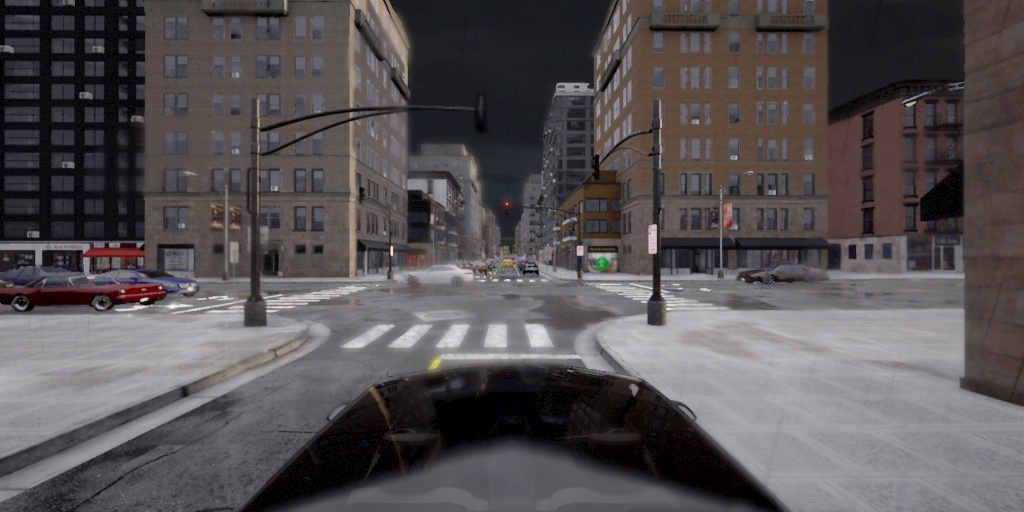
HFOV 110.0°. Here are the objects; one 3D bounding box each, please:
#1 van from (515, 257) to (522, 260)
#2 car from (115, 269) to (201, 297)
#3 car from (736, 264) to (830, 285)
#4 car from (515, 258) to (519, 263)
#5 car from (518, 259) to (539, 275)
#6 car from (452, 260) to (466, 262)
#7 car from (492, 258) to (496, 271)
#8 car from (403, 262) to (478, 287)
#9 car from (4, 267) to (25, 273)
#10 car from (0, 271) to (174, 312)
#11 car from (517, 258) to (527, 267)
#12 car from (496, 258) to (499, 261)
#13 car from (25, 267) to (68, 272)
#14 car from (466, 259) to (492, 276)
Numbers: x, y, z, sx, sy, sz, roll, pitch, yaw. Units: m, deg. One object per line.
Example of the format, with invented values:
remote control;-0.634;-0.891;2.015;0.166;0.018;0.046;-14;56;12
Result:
van;1.869;1.166;61.727;1.690;1.789;3.998;0;0;0
car;-17.736;1.335;17.211;4.674;1.442;1.812;0;0;1
car;18.364;1.224;24.356;5.357;1.411;2.033;0;0;-1
car;1.908;1.379;56.217;1.948;1.339;4.313;0;0;0
car;2.025;1.351;39.684;1.948;1.339;4.313;0;0;0
car;-6.000;1.225;39.628;1.967;1.591;4.097;0;0;0
car;-3.515;1.302;47.415;1.837;1.490;4.892;0;0;0
car;-4.875;1.288;24.075;4.674;1.442;1.812;0;0;-1
car;-27.462;1.394;17.097;5.357;1.411;2.033;0;0;-1
car;-16.565;1.399;13.981;4.718;1.301;1.895;0;0;-1
car;1.947;1.384;50.706;1.802;1.307;4.207;0;0;0
car;-3.576;1.417;57.555;1.895;1.301;4.718;0;0;0
car;-31.681;1.422;23.750;5.357;1.411;2.033;0;0;-1
car;-3.450;1.260;37.821;1.882;1.535;5.008;0;0;0
